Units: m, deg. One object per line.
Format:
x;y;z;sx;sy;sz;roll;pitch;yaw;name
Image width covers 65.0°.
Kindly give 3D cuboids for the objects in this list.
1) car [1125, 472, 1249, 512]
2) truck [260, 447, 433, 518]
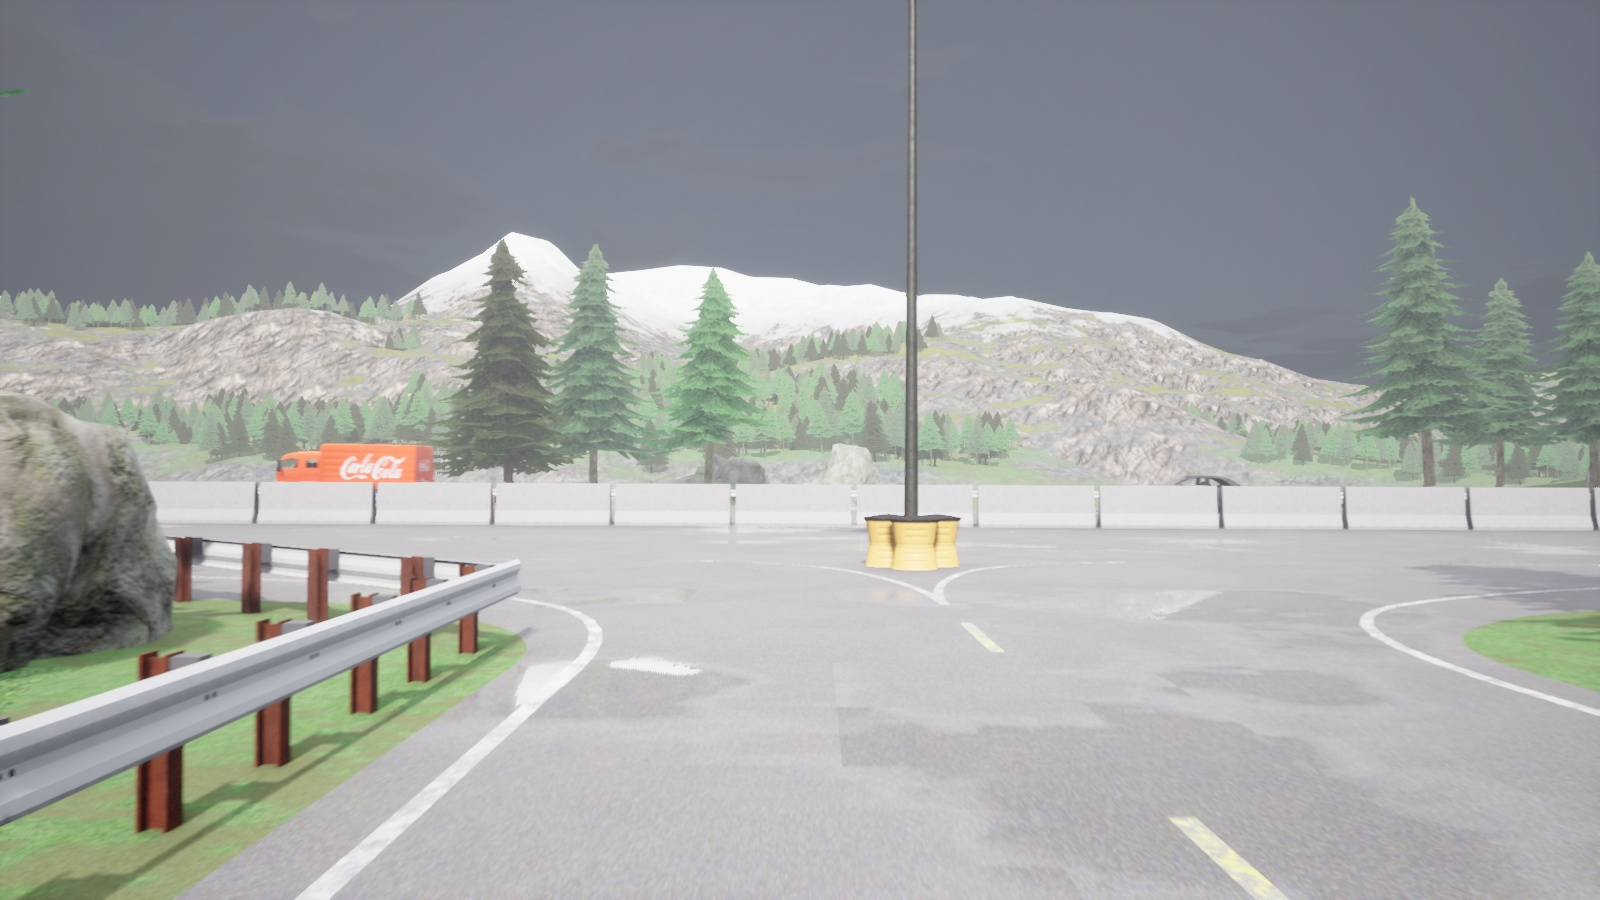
14.726;1.576;47.937;4.193;1.474;1.816;0;-1;1;car
-16.165;1.155;45.018;5.204;2.467;2.627;0;-1;1;truck
